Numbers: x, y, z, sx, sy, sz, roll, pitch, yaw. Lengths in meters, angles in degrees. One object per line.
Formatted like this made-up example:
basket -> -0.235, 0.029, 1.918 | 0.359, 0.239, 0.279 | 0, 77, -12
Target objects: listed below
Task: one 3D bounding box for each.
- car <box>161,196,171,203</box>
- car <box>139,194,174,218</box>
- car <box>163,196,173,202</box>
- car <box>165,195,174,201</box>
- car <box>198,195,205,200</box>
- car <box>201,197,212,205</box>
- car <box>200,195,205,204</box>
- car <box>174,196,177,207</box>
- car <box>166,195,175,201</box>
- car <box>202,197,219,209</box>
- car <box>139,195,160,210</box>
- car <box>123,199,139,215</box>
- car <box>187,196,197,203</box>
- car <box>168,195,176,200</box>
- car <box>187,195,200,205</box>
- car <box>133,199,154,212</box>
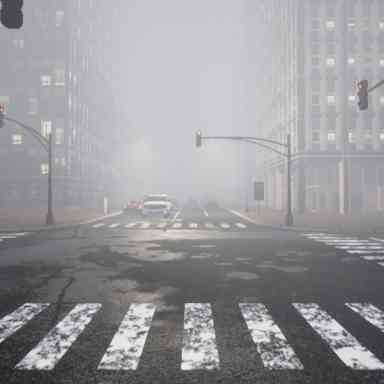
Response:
car -> -5.710, 1.573, 72.720 | 1.887, 1.381, 4.507 | 1, 0, 0
car -> -3.111, 1.232, 30.261 | 2.150, 2.045, 5.566 | 0, 0, 0
car -> -5.712, 1.581, 78.295 | 2.008, 1.369, 4.403 | 1, 0, 0
car -> -5.715, 1.577, 83.871 | 1.887, 1.381, 4.507 | 1, 0, 0
car -> 2.660, 1.583, 95.106 | 1.887, 1.381, 4.507 | 1, 0, 0
car -> 2.675, 1.589, 61.643 | 1.947, 1.339, 4.313 | 1, 0, 0
car -> 2.679, 1.547, 56.236 | 1.752, 1.417, 4.829 | 1, 0, 0
car -> -3.116, 1.541, 40.183 | 1.812, 1.442, 4.674 | 0, 0, 0
car -> -5.718, 1.586, 89.446 | 2.008, 1.369, 4.403 | 1, 0, 0
car -> 2.682, 1.599, 44.910 | 1.802, 1.307, 4.206 | 1, 0, 0
car -> -5.692, 1.332, 44.845 | 2.192, 1.841, 5.009 | 1, 0, 0
car -> -5.690, 1.453, 33.694 | 1.967, 1.590, 4.097 | 1, 0, 0
car -> 0.044, 1.588, 70.917 | 1.994, 1.385, 4.181 | 0, 0, 0
car -> -5.721, 1.604, 95.021 | 1.947, 1.339, 4.313 | 1, 0, 0
car -> 0.073, 1.569, 58.242 | 2.033, 1.411, 5.357 | 0, 0, -1
car -> -5.695, 1.597, 39.269 | 1.802, 1.307, 4.206 | 1, 0, 0
